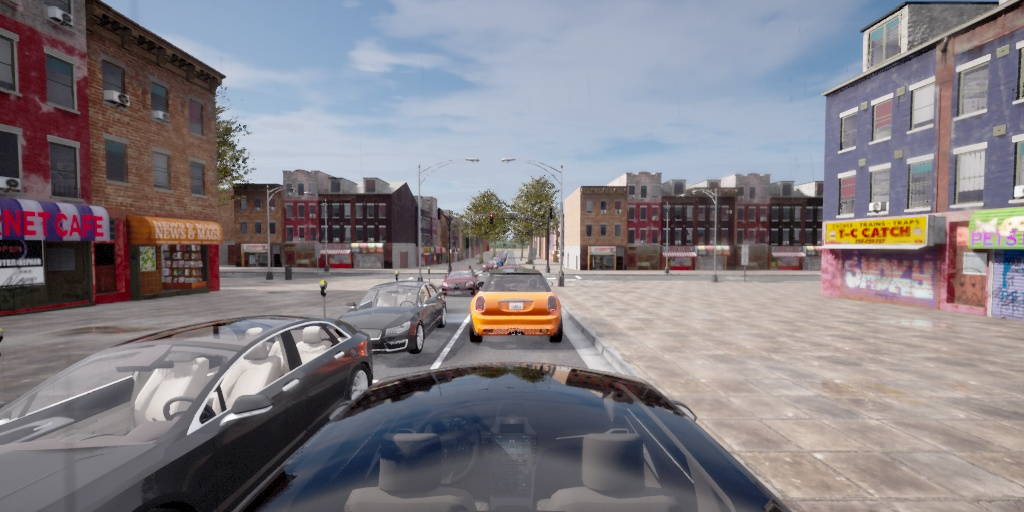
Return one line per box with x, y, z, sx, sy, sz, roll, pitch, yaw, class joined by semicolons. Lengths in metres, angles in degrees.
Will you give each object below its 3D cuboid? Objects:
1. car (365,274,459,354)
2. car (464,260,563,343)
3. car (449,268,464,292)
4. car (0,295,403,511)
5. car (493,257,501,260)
-2.654;1.299;8.547;2.007;1.370;4.403;0;0;0;car
0.083;1.101;9.857;2.097;1.767;4.553;0;0;0;car
-2.677;1.336;19.441;1.802;1.307;4.207;0;0;0;car
-2.643;1.300;3.098;2.007;1.370;4.403;0;0;0;car
-2.733;1.245;46.216;1.967;1.591;4.097;0;0;0;car
